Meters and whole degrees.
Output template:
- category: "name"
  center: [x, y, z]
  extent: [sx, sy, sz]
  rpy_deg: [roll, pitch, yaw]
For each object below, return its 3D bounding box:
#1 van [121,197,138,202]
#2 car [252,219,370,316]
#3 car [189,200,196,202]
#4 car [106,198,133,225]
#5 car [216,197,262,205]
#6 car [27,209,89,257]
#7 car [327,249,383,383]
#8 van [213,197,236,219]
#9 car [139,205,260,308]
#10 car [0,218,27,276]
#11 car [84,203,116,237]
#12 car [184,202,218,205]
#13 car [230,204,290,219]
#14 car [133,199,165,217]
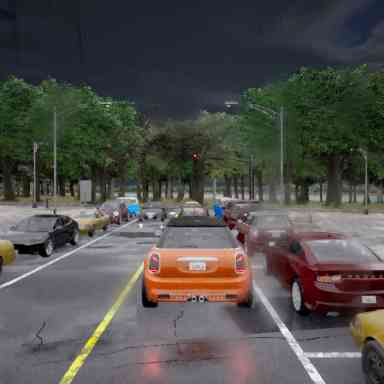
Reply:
- category: "van"
  center: [-5.739, 1.346, 29.182]
  extent: [1.690, 1.788, 3.998]
  rpy_deg: [0, 0, 0]
- category: "car"
  center: [2.767, 1.545, 7.424]
  extent: [1.887, 1.381, 4.507]
  rpy_deg: [0, 0, 0]
- category: "car"
  center: [0.021, 1.461, 27.255]
  extent: [1.801, 1.575, 5.366]
  rpy_deg: [0, 0, 1]
- category: "car"
  center: [-5.744, 1.443, 23.744]
  extent: [1.967, 1.590, 4.097]
  rpy_deg: [0, 0, 0]
- category: "car"
  center: [2.776, 1.317, 18.299]
  extent: [2.192, 1.841, 5.009]
  rpy_deg: [0, 0, 0]
- category: "car"
  center: [-5.753, 1.567, 12.869]
  extent: [1.947, 1.339, 4.313]
  rpy_deg: [0, 0, 0]
- category: "car"
  center: [2.762, 1.525, 2.156]
  extent: [1.752, 1.417, 4.829]
  rpy_deg: [0, 0, 0]
- category: "van"
  center: [2.786, 1.346, 29.174]
  extent: [1.690, 1.788, 3.998]
  rpy_deg: [0, 0, 0]
- category: "car"
  center: [0.106, 1.352, 8.096]
  extent: [2.097, 1.767, 4.553]
  rpy_deg: [0, 0, 0]
- category: "car"
  center: [-5.758, 1.526, 7.261]
  extent: [1.752, 1.417, 4.829]
  rpy_deg: [0, 0, 0]
- category: "car"
  center: [-5.749, 1.527, 18.136]
  extent: [1.752, 1.417, 4.829]
  rpy_deg: [0, 0, 0]
- category: "car"
  center: [0.113, 1.493, 17.310]
  extent: [2.128, 1.511, 4.902]
  rpy_deg: [0, 0, 0]
- category: "car"
  center: [2.772, 1.441, 12.861]
  extent: [1.967, 1.590, 4.097]
  rpy_deg: [0, 0, 0]
- category: "car"
  center: [-2.979, 1.499, 26.381]
  extent: [2.128, 1.511, 4.902]
  rpy_deg: [0, 0, 0]
